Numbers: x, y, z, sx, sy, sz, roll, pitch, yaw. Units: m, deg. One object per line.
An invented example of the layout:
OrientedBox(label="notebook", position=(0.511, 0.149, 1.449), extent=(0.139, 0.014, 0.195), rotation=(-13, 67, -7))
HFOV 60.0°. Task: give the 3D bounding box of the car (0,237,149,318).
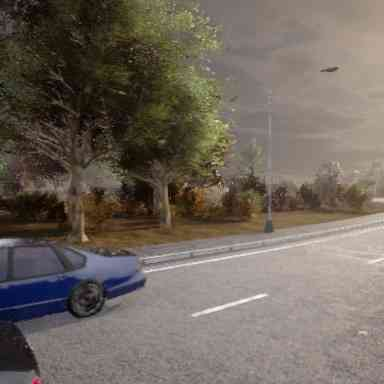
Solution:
OrientedBox(label="car", position=(-3.462, 1.565, 5.894), extent=(5.357, 1.411, 2.033), rotation=(0, 0, -36))

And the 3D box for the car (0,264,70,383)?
OrientedBox(label="car", position=(-3.111, 1.572, 1.893), extent=(4.181, 1.385, 1.994), rotation=(0, 0, -35))
